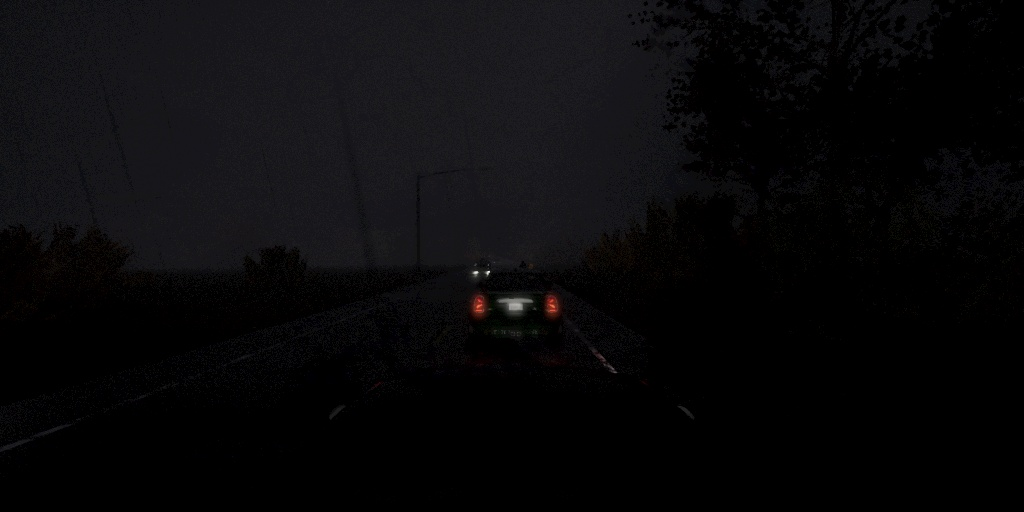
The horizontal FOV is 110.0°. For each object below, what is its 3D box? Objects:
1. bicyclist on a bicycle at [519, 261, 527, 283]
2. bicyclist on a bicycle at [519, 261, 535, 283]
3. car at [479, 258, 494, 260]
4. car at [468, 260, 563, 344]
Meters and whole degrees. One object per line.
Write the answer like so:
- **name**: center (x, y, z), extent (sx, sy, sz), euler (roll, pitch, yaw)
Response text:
- **bicyclist on a bicycle**: center (0.842, 1.193, 27.212), extent (0.582, 1.620, 1.656), euler (0, 0, 0)
- **bicyclist on a bicycle**: center (0.904, 1.180, 17.095), extent (0.866, 1.612, 1.509), euler (0, 0, 0)
- **car**: center (-3.917, 1.088, 47.916), extent (2.097, 1.767, 4.553), euler (0, 0, -1)
- **car**: center (0.073, 1.099, 9.751), extent (2.097, 1.767, 4.553), euler (0, 0, 0)
